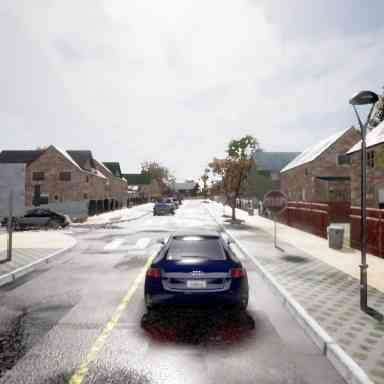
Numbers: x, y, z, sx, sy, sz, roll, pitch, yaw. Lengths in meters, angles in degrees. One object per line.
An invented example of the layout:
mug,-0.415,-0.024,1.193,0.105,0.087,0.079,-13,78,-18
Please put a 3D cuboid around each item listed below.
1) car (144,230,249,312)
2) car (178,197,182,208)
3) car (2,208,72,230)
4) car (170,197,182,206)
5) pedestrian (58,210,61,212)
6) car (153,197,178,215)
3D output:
car,0.093,1.574,7.798,1.994,1.385,4.181,0,0,0
car,-2.849,1.647,48.483,1.837,1.490,4.892,0,0,0
car,-10.236,1.783,22.114,4.181,1.385,1.994,-1,-2,-2
car,-2.833,1.691,60.761,1.882,1.535,5.008,0,0,0
pedestrian,-9.917,1.856,24.844,0.500,1.100,0.500,0,-2,5
car,-2.857,1.437,34.903,2.097,1.767,4.553,0,0,0
